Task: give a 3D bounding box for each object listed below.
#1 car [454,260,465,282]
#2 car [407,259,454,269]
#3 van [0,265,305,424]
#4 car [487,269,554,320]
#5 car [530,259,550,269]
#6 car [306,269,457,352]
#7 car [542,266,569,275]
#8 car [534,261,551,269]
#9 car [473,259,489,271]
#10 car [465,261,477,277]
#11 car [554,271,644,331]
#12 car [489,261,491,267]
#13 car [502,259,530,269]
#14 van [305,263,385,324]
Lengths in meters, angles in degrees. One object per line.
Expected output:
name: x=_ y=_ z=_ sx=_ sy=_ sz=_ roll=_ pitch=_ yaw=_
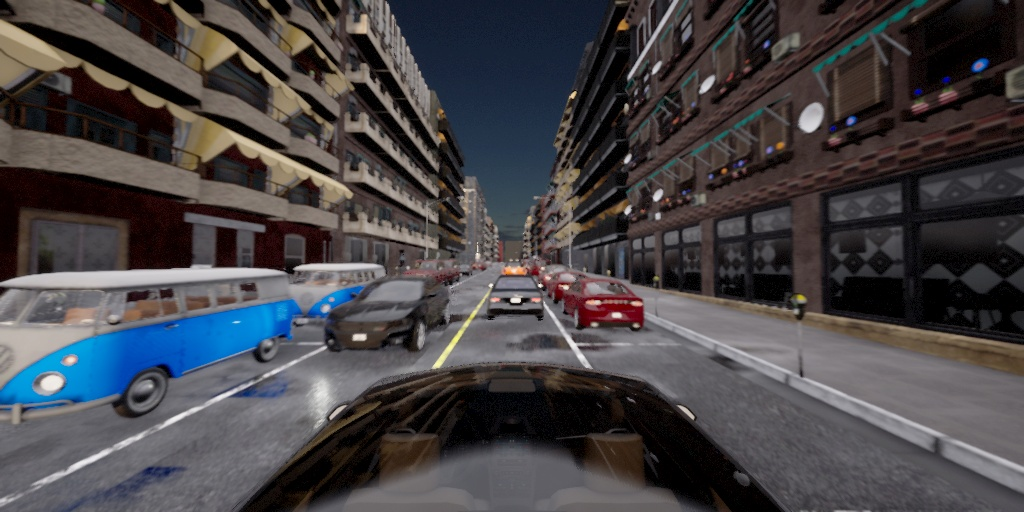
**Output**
car: x=-5.254 y=1.187 z=27.760 sx=2.192 sy=1.841 sz=5.009 roll=0 pitch=0 yaw=0
car: x=-5.268 y=1.156 z=22.230 sx=2.192 sy=1.841 sz=5.009 roll=0 pitch=0 yaw=0
van: x=-5.311 y=1.097 z=5.639 sx=1.690 sy=1.789 sz=3.998 roll=0 pitch=0 yaw=0
car: x=0.125 y=1.350 z=12.921 sx=2.033 sy=1.411 sz=5.357 roll=0 pitch=0 yaw=0
car: x=2.609 y=1.234 z=33.211 sx=2.192 sy=1.841 sz=5.009 roll=0 pitch=0 yaw=0
car: x=-2.833 y=1.256 z=9.184 sx=1.882 sy=1.535 sz=5.008 roll=0 pitch=0 yaw=0
car: x=2.600 y=1.372 z=16.618 sx=1.888 sy=1.381 sz=4.507 roll=0 pitch=0 yaw=0
car: x=2.622 y=1.297 z=22.149 sx=1.967 sy=1.591 sz=4.097 roll=0 pitch=0 yaw=0
car: x=-5.182 y=1.366 z=55.410 sx=2.192 sy=1.841 sz=5.009 roll=0 pitch=0 yaw=0
car: x=-5.225 y=1.504 z=38.822 sx=1.948 sy=1.339 sz=4.313 roll=0 pitch=0 yaw=0
car: x=2.586 y=1.344 z=11.088 sx=1.888 sy=1.381 sz=4.507 roll=0 pitch=0 yaw=0
car: x=-5.168 y=1.638 z=60.942 sx=1.888 sy=1.381 sz=4.507 roll=0 pitch=0 yaw=0
car: x=0.173 y=1.255 z=31.328 sx=2.097 sy=1.767 sz=4.553 roll=0 pitch=0 yaw=0
van: x=-5.297 y=1.125 z=11.170 sx=1.690 sy=1.789 sz=3.998 roll=0 pitch=0 yaw=0
